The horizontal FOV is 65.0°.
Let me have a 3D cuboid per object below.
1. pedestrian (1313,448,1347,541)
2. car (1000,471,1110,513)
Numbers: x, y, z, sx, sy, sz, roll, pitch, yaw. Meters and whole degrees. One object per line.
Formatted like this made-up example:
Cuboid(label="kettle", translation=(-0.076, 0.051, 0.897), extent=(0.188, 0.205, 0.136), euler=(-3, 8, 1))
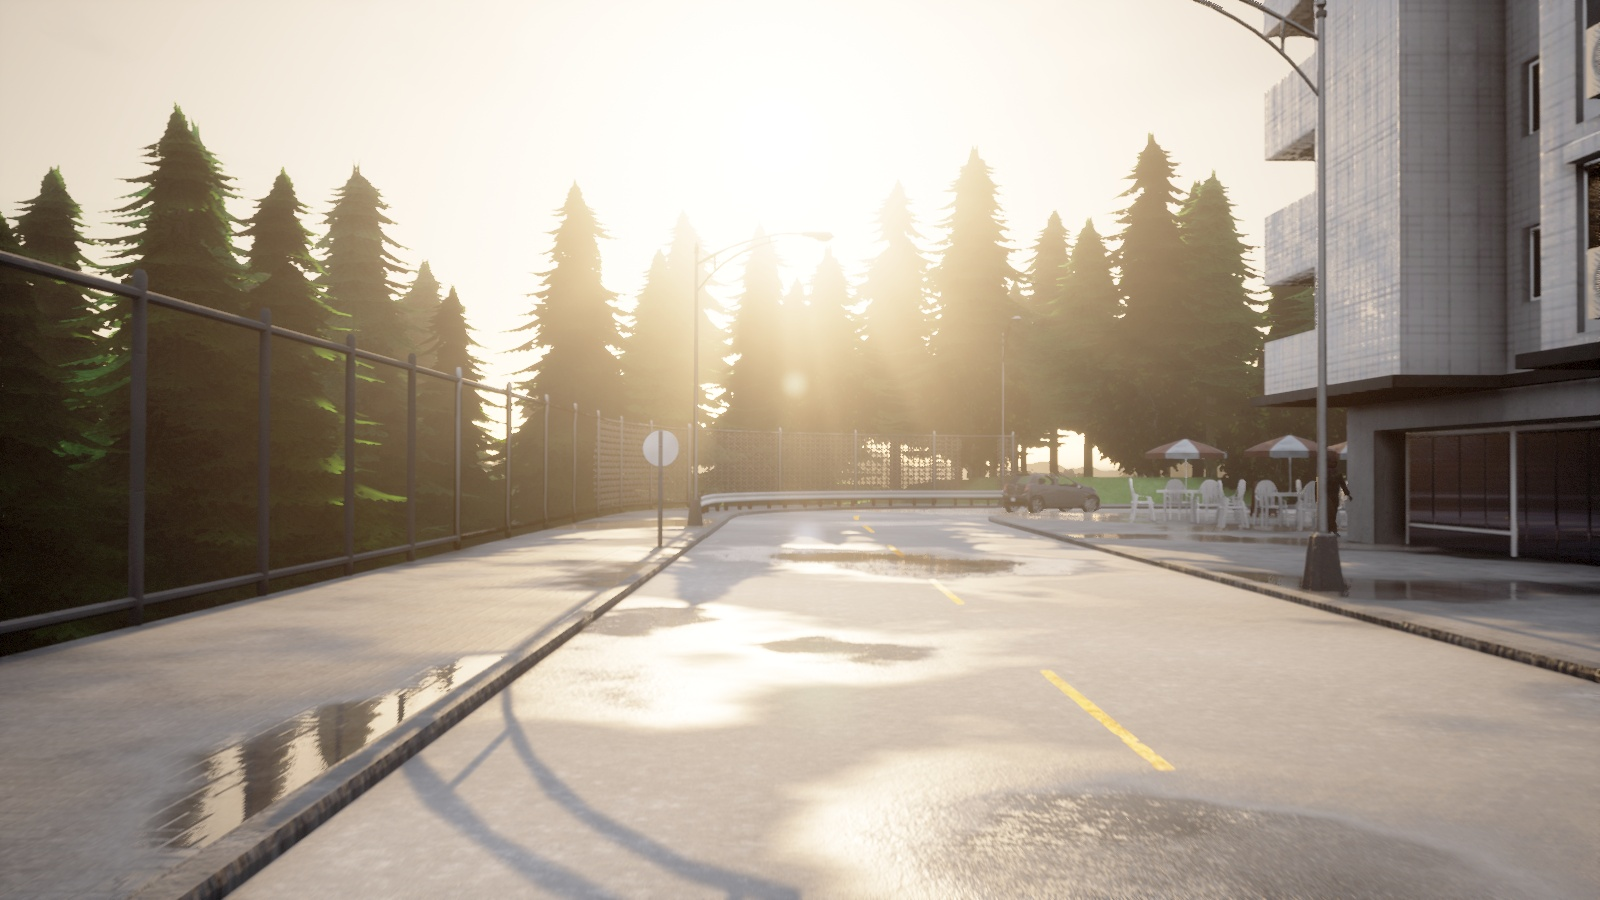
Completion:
Cuboid(label="pedestrian", translation=(11.171, 0.930, 26.465), extent=(0.395, 1.930, 0.692), euler=(0, -1, 0))
Cuboid(label="car", translation=(9.466, 1.550, 46.666), extent=(3.633, 1.501, 1.845), euler=(0, -1, -26))
